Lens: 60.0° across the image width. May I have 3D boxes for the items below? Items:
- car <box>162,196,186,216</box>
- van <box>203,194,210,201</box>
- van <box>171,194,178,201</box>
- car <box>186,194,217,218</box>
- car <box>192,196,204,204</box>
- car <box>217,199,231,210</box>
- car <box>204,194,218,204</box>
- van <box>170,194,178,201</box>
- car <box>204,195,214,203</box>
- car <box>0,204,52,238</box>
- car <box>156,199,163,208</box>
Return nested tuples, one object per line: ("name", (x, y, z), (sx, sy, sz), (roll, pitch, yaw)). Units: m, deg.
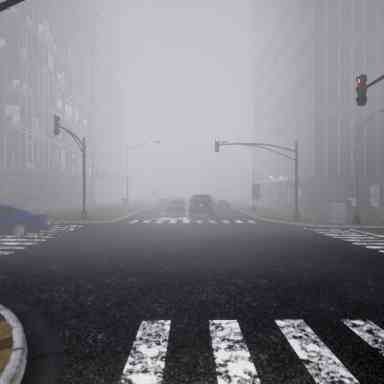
("car", (-1.593, 1.494, 33.326), (1.882, 1.535, 5.008), (0, 0, 0))
("van", (3.485, 1.321, 80.532), (1.690, 1.788, 3.998), (0, 0, 0))
("van", (-4.434, 1.315, 86.003), (1.690, 1.788, 3.998), (0, 0, 0))
("car", (0.920, 1.238, 30.778), (2.150, 2.045, 5.566), (0, 0, 3))
("car", (1.128, 1.488, 65.036), (2.128, 1.511, 4.902), (0, 0, 0))
("car", (3.809, 1.579, 41.841), (1.947, 1.339, 4.313), (0, 0, 0))
("car", (3.603, 1.313, 63.949), (2.192, 1.841, 5.009), (0, 0, 0))
("van", (-4.395, 1.321, 80.476), (1.690, 1.788, 3.998), (0, 0, 0))
("car", (3.564, 1.432, 69.477), (1.967, 1.590, 4.097), (0, 0, 0))
("car", (-9.501, 1.325, 16.220), (5.008, 1.535, 1.882), (1, 0, -3))
("car", (-4.160, 1.592, 47.311), (1.802, 1.307, 4.206), (0, 0, 0))
